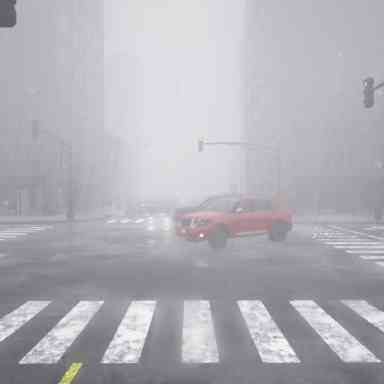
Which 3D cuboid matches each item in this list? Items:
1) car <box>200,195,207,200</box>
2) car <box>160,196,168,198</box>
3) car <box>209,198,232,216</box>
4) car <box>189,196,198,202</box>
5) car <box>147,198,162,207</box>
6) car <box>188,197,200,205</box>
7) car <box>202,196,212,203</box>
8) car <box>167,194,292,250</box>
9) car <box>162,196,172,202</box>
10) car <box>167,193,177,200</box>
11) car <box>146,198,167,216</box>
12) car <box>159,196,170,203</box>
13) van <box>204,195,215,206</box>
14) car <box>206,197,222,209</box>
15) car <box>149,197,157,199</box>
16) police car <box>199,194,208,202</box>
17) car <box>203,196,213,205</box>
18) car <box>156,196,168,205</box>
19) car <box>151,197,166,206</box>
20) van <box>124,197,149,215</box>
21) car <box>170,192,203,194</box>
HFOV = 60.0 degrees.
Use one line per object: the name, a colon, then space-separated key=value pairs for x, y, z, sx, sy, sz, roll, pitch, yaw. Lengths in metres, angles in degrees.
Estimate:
car: x=3.108 y=1.557 z=90.084 sx=1.947 sy=1.339 sz=4.313 roll=0 pitch=0 yaw=0
car: x=-2.890 y=1.603 z=43.189 sx=1.895 sy=1.301 sz=4.718 roll=0 pitch=0 yaw=1
car: x=2.828 y=1.442 z=33.392 sx=1.967 sy=1.590 sz=4.097 roll=0 pitch=0 yaw=0
car: x=0.364 y=1.522 z=73.653 sx=1.812 sy=1.442 sz=4.674 roll=0 pitch=0 yaw=0
car: x=-5.614 y=1.584 z=50.436 sx=1.802 sy=1.307 sz=4.206 roll=0 pitch=0 yaw=0
car: x=0.402 y=1.549 z=59.592 sx=2.033 sy=1.411 sz=5.357 roll=0 pitch=0 yaw=0
car: x=2.996 y=1.551 z=67.407 sx=2.008 sy=1.369 sz=4.403 roll=0 pitch=0 yaw=0
car: x=1.981 y=1.228 z=14.701 sx=5.566 sy=2.045 sz=2.150 roll=0 pitch=-1 yaw=-33
car: x=-5.502 y=1.542 z=73.108 sx=1.887 sy=1.381 sz=4.507 roll=0 pitch=0 yaw=0
car: x=-5.418 y=1.306 z=90.114 sx=2.192 sy=1.841 sz=5.009 roll=0 pitch=0 yaw=0
car: x=-2.940 y=1.602 z=33.206 sx=1.895 sy=1.301 sz=4.718 roll=0 pitch=0 yaw=3
car: x=-5.530 y=1.566 z=67.441 sx=1.947 sy=1.339 sz=4.313 roll=0 pitch=0 yaw=0
van: x=2.939 y=1.343 z=56.068 sx=1.690 sy=1.788 sz=3.998 roll=0 pitch=0 yaw=0
car: x=2.883 y=1.443 z=44.730 sx=1.967 sy=1.590 sz=4.097 roll=0 pitch=0 yaw=0
car: x=-5.670 y=1.442 z=39.100 sx=1.967 sy=1.590 sz=4.097 roll=0 pitch=0 yaw=0
police car: x=2.754 y=1.420 z=79.498 sx=1.930 sy=1.638 sz=5.238 roll=0 pitch=0 yaw=0
car: x=2.968 y=1.526 z=61.907 sx=1.752 sy=1.417 sz=4.829 roll=0 pitch=0 yaw=0
car: x=-5.559 y=1.526 z=61.603 sx=1.752 sy=1.417 sz=4.829 roll=0 pitch=0 yaw=0
car: x=-5.586 y=1.568 z=56.105 sx=1.947 sy=1.339 sz=4.313 roll=0 pitch=0 yaw=0
van: x=-5.698 y=1.343 z=33.431 sx=1.690 sy=1.788 sz=3.998 roll=0 pitch=0 yaw=0
car: x=1.586 y=1.224 z=20.659 sx=5.566 sy=2.045 sz=2.150 roll=0 pitch=0 yaw=0
